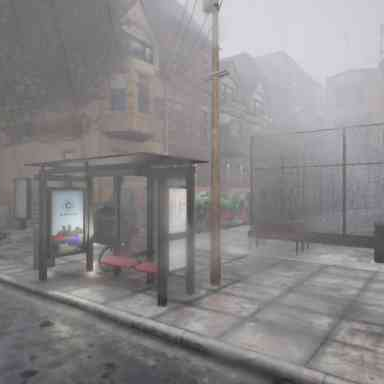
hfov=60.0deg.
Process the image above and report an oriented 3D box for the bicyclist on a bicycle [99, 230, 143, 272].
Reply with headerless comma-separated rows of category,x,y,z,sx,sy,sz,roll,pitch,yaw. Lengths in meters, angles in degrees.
bicyclist on a bicycle,-1.870,1.340,9.165,0.582,1.620,1.656,1,-3,36
